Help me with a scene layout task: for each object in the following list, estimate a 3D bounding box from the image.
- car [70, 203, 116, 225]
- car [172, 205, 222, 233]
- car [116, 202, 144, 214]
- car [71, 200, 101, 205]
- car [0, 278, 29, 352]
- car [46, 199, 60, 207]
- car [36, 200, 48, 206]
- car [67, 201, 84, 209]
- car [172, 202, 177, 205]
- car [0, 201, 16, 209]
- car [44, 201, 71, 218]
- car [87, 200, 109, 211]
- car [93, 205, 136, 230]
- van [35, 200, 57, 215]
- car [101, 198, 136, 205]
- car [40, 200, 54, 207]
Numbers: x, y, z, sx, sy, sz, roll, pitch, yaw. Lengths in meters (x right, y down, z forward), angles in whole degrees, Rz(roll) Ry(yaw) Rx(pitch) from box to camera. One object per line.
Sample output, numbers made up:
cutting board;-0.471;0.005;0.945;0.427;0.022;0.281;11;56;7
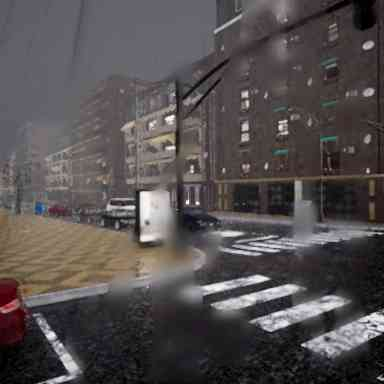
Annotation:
car;-8.324;1.932;27.986;2.008;1.369;4.403;-2;0;-36
car;-0.026;1.762;21.172;1.994;1.385;4.181;-1;0;-36
car;-7.894;2.026;42.046;1.802;1.307;4.206;-2;0;-36
car;-11.664;1.993;37.279;1.837;1.490;4.892;-1;0;-36
car;-4.123;1.588;3.627;4.206;1.307;1.802;0;0;-35
car;-30.811;2.458;73.584;1.967;1.590;4.097;-2;0;-36
car;-37.336;2.728;82.609;1.887;1.381;4.507;-2;0;-36
car;-21.014;2.354;60.048;1.802;1.307;4.206;-2;0;-36
car;-2.639;1.753;34.861;1.967;1.590;4.097;-2;0;-36
car;-37.597;2.667;68.673;2.008;1.369;4.403;-2;0;-36
car;-14.400;2.078;36.463;1.887;1.381;4.507;-2;0;-36
car;-14.486;2.048;51.026;1.967;1.590;4.097;-2;0;-36
car;-5.059;1.851;23.474;2.008;1.369;4.403;-2;0;-36
van;-19.319;1.998;43.350;1.690;1.788;3.998;-2;0;-36
car;-5.560;1.557;28.819;2.150;2.045;5.566;-1;0;-36
car;-34.071;2.666;78.097;1.947;1.339;4.313;-2;0;-36
